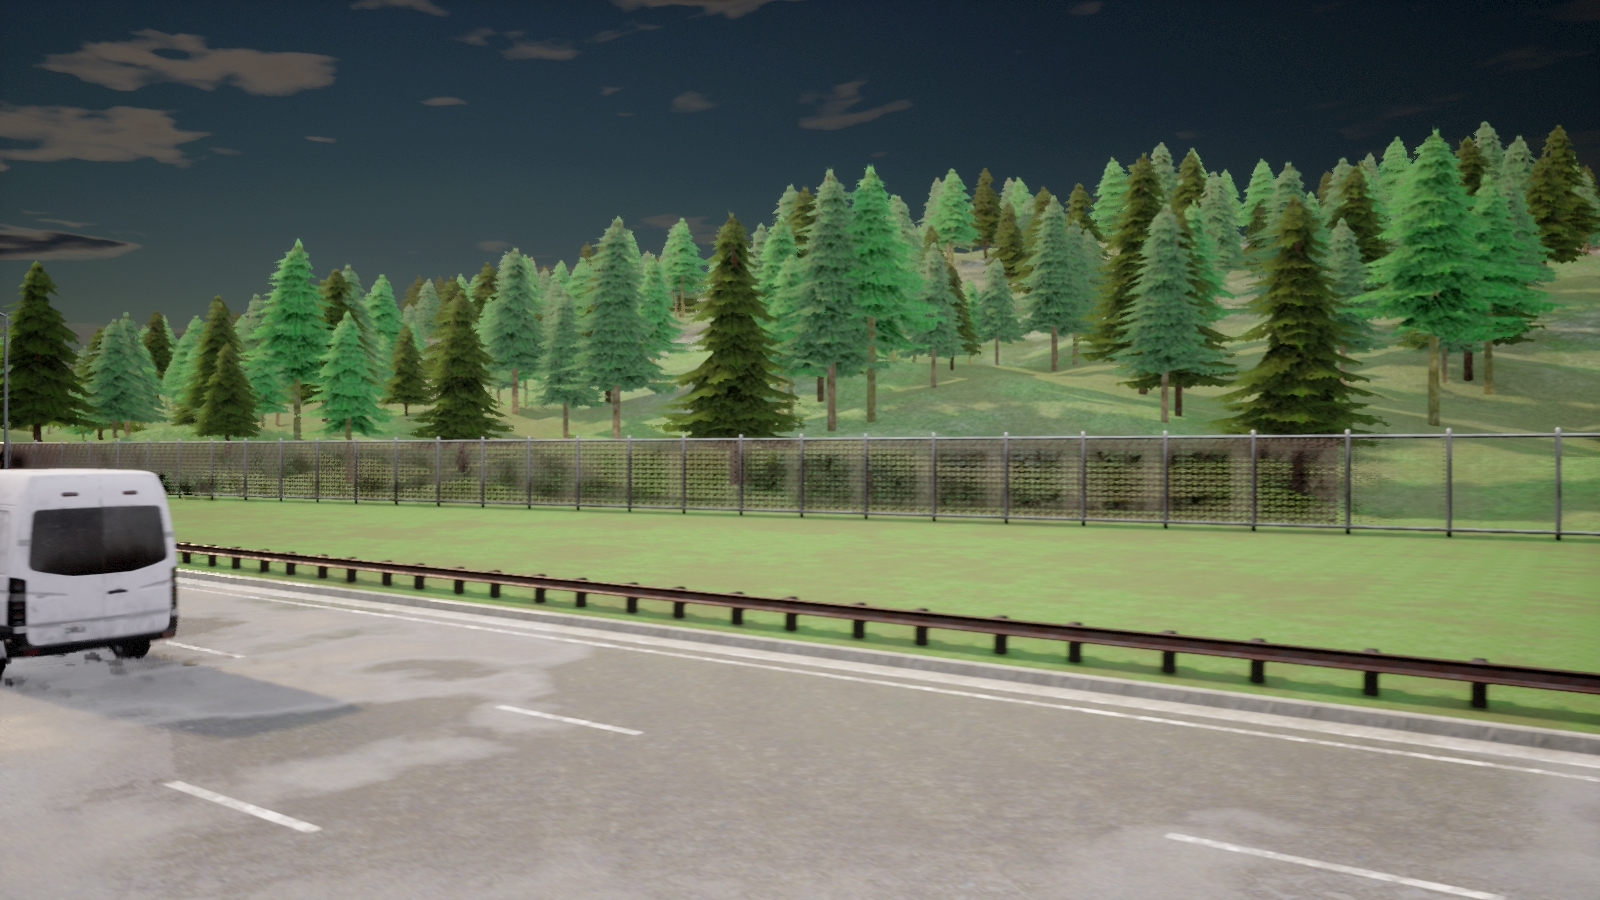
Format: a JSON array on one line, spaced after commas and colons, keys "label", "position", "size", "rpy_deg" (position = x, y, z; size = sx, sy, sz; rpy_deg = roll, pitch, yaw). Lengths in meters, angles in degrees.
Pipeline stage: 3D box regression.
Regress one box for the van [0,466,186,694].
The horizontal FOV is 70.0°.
[{"label": "van", "position": [-10.969, 1.541, 15.731], "size": [5.915, 2.561, 1.988], "rpy_deg": [0, 0, 35]}]
